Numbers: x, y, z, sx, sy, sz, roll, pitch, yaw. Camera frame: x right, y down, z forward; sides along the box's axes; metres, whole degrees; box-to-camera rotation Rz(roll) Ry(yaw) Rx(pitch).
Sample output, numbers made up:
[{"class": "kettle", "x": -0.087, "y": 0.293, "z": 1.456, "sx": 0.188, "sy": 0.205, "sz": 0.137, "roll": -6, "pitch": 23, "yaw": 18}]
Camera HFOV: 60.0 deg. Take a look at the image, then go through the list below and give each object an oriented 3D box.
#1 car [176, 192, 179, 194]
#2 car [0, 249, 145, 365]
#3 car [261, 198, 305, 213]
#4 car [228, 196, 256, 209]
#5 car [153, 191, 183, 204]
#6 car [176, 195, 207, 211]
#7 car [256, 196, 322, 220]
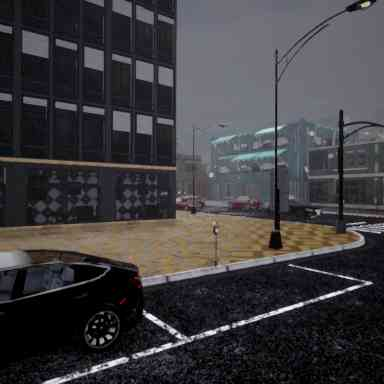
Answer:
[{"class": "car", "x": -0.559, "y": 1.100, "z": 47.586, "sx": 2.008, "sy": 1.369, "sz": 4.403, "roll": 1, "pitch": 0, "yaw": -36}, {"class": "car", "x": -2.753, "y": 1.566, "z": 4.592, "sx": 4.313, "sy": 1.339, "sz": 1.947, "roll": 0, "pitch": 0, "yaw": -35}, {"class": "car", "x": 9.273, "y": 1.340, "z": 34.163, "sx": 1.802, "sy": 1.307, "sz": 4.206, "roll": 1, "pitch": 0, "yaw": -36}, {"class": "car", "x": 5.997, "y": 1.130, "z": 38.639, "sx": 1.967, "sy": 1.590, "sz": 4.097, "roll": 1, "pitch": 0, "yaw": -36}, {"class": "car", "x": -3.831, "y": 0.793, "z": 52.060, "sx": 2.192, "sy": 1.841, "sz": 5.009, "roll": 1, "pitch": 0, "yaw": -36}, {"class": "car", "x": -0.765, "y": 1.230, "z": 33.686, "sx": 1.802, "sy": 1.307, "sz": 4.206, "roll": 1, "pitch": 0, "yaw": -36}, {"class": "car", "x": 7.818, "y": 1.288, "z": 26.337, "sx": 2.128, "sy": 1.511, "sz": 4.902, "roll": 0, "pitch": 1, "yaw": -36}]
